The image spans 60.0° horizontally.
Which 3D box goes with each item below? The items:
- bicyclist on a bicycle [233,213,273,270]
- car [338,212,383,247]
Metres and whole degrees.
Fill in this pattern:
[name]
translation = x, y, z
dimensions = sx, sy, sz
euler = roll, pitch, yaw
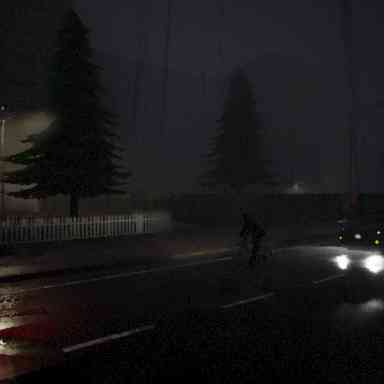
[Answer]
[bicyclist on a bicycle]
translation = 1.768, 1.455, 9.928
dimensions = 0.582, 1.620, 1.656
euler = 0, -2, -36
[car]
translation = 8.120, 1.563, 14.224
dimensions = 4.181, 1.385, 1.994
euler = 0, 0, -36
